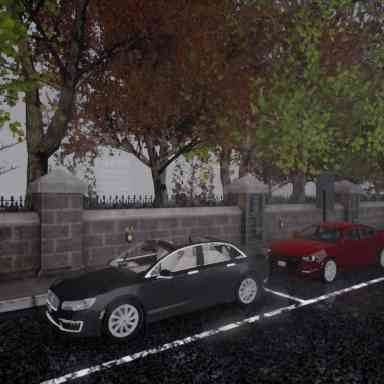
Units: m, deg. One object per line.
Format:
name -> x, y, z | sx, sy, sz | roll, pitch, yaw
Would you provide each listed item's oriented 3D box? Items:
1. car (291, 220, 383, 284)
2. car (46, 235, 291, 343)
car -> 4.080, 1.546, 9.626 | 4.507, 1.381, 1.887 | 0, 0, -36
car -> -0.400, 1.551, 6.367 | 4.403, 1.369, 2.008 | 0, 0, -36
